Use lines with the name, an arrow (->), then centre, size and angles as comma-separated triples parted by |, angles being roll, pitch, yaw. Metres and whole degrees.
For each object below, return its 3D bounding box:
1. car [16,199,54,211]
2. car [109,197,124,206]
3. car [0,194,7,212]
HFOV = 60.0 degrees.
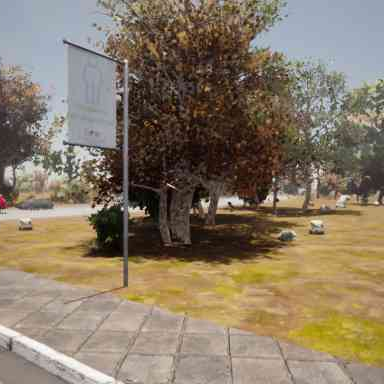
car -> -19.286, 1.556, 40.908 | 1.994, 1.385, 4.181 | 0, 0, 38
car -> -9.314, 1.177, 47.958 | 2.150, 2.045, 5.566 | 0, 0, 37
car -> -21.341, 1.222, 32.710 | 2.150, 2.045, 5.566 | 0, 0, 38
